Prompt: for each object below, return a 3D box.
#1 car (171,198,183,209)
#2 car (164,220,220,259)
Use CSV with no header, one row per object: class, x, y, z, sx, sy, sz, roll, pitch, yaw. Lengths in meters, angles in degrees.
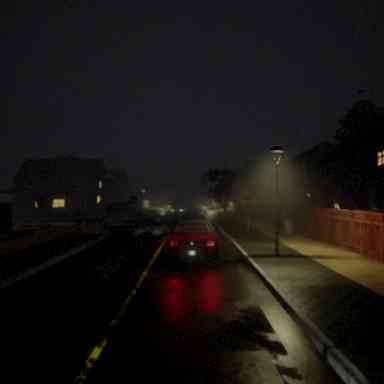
car,-2.781,2.145,62.477,2.150,2.045,5.566,0,-1,1
car,0.020,1.772,13.308,1.895,1.301,4.718,0,-1,0
